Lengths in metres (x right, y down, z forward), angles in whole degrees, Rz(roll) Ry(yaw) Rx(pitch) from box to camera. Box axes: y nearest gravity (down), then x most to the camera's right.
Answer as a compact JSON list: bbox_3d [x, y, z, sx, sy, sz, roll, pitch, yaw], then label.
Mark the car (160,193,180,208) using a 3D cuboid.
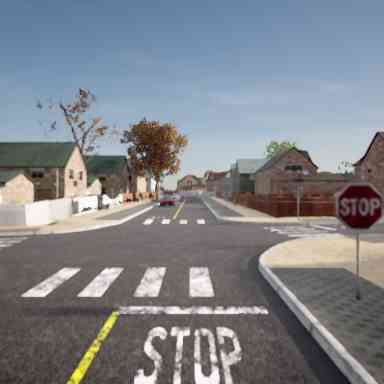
[{"bbox_3d":[-2.815,1.167,40.428,1.895,1.301,4.718,0,1,0],"label":"car"}]
